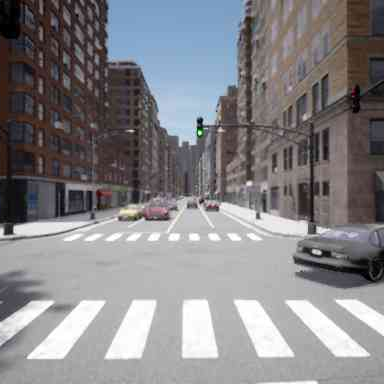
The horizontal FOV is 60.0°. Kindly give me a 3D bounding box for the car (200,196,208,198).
[{"bbox_3d":[2.990,2.054,79.992,2.150,2.045,5.566,0,-1,0],"label":"car"}]

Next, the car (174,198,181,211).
[{"bbox_3d":[-3.085,1.975,48.291,2.128,1.511,4.902,0,-1,0],"label":"car"}]

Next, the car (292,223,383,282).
[{"bbox_3d":[5.523,1.649,10.003,5.357,1.411,2.033,0,-1,-28],"label":"car"}]

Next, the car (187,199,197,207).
[{"bbox_3d":[-0.009,2.201,66.067,1.812,1.442,4.674,0,-1,0],"label":"car"}]

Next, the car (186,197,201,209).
[{"bbox_3d":[0.050,2.057,56.002,2.128,1.511,4.902,0,-1,0],"label":"car"}]

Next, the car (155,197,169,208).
[{"bbox_3d":[-5.678,1.965,63.797,2.192,1.841,5.009,0,-1,0],"label":"car"}]

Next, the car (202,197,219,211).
[{"bbox_3d":[2.849,1.915,47.481,1.967,1.590,4.097,0,-1,0],"label":"car"}]

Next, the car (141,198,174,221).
[{"bbox_3d":[-3.102,1.653,30.532,2.097,1.767,4.553,0,-1,0],"label":"car"}]

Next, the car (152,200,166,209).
[{"bbox_3d":[-5.677,2.142,58.344,2.008,1.369,4.403,0,-1,0],"label":"car"}]

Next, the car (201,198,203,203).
[{"bbox_3d":[2.848,2.142,58.377,2.008,1.369,4.403,0,-1,0],"label":"car"}]

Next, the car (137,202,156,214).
[{"bbox_3d":[-5.675,1.962,41.993,1.887,1.381,4.507,0,-1,0],"label":"car"}]

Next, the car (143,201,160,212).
[{"bbox_3d":[-5.676,2.019,47.443,1.887,1.381,4.507,0,-1,0],"label":"car"}]

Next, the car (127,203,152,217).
[{"bbox_3d":[-5.674,1.912,36.542,2.008,1.369,4.403,0,-1,0],"label":"car"}]

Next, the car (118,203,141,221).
[{"bbox_3d":[-5.673,1.830,30.922,1.752,1.417,4.829,0,-1,0],"label":"car"}]
